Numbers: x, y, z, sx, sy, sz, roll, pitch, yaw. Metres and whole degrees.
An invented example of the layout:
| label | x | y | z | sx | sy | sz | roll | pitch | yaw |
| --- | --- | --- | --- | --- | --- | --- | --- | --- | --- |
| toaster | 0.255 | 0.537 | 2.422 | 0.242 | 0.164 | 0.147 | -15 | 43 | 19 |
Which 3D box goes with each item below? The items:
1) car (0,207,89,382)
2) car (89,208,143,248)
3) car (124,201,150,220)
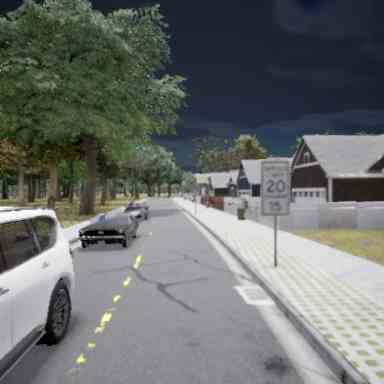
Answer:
| label | x | y | z | sx | sy | sz | roll | pitch | yaw |
| --- | --- | --- | --- | --- | --- | --- | --- | --- | --- |
| car | -2.965 | 1.239 | 3.434 | 2.150 | 2.045 | 5.566 | 0 | 0 | -2 |
| car | -3.535 | 1.611 | 14.877 | 1.895 | 1.301 | 4.718 | 0 | 0 | -2 |
| car | -4.533 | 1.502 | 27.870 | 2.128 | 1.511 | 4.902 | 0 | 0 | -5 |
